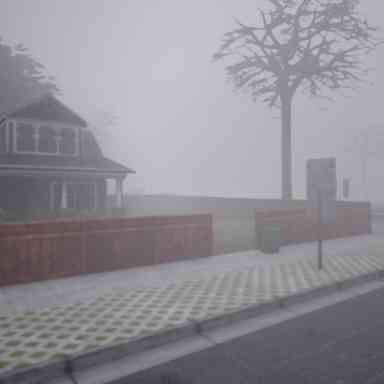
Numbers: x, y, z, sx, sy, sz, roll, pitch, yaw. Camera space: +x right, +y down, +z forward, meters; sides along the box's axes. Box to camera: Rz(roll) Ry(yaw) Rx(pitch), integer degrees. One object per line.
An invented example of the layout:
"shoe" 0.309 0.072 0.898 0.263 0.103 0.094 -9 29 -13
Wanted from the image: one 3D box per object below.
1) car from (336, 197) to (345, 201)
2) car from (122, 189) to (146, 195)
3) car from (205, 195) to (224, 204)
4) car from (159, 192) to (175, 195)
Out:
"car" 10.755 1.148 25.226 2.097 1.767 4.553 0 1 -36
"car" -9.497 0.738 53.298 1.882 1.535 5.008 0 1 -36
"car" 2.211 1.094 37.007 1.812 1.442 4.674 0 1 -36
"car" -4.024 0.831 50.516 1.837 1.490 4.892 0 1 -35
